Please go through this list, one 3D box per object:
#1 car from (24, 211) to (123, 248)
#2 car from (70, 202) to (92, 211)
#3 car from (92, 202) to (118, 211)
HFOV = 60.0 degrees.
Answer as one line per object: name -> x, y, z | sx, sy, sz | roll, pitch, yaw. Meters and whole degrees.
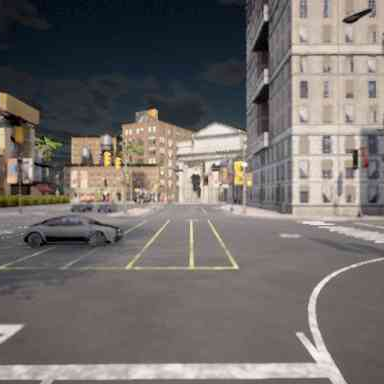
car -> -5.298, 1.733, 15.154 | 4.181, 1.385, 1.994 | 0, -1, 0
car -> -15.082, 2.056, 46.015 | 2.033, 1.411, 5.357 | 0, -1, 0
car -> -11.582, 2.054, 45.845 | 2.033, 1.411, 5.357 | 0, -1, 0
